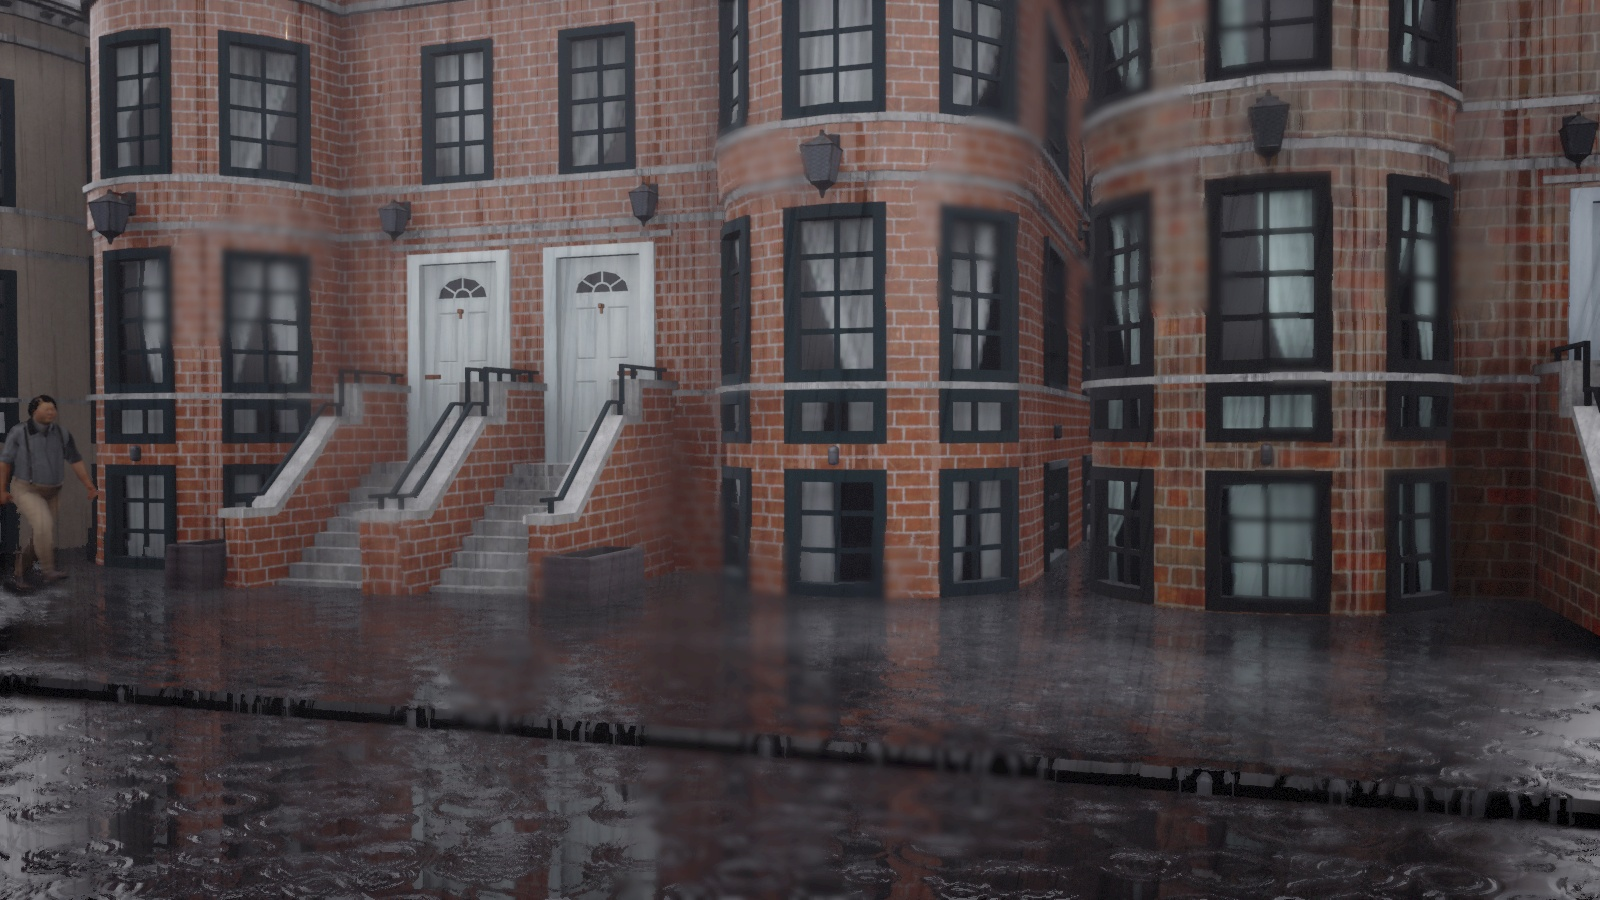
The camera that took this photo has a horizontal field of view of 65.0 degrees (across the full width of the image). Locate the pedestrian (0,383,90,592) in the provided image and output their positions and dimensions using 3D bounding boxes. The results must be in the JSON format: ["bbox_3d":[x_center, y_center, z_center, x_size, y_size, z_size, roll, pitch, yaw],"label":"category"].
[{"bbox_3d":[-6.968,0.326,11.495,0.694,1.848,0.540,1,1,31],"label":"pedestrian"}]
